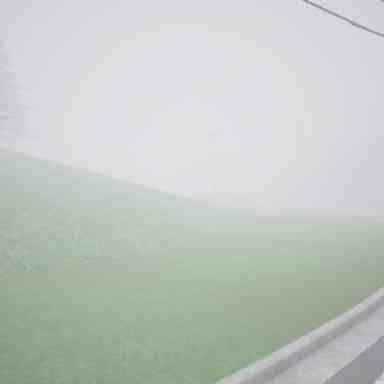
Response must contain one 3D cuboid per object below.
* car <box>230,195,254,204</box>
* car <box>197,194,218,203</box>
[{"bbox_3d":[8.389,1.291,56.314,1.882,1.535,5.008,-1,0,-30],"label":"car"},{"bbox_3d":[3.036,1.189,65.217,2.097,1.767,4.553,-1,0,-36],"label":"car"}]
